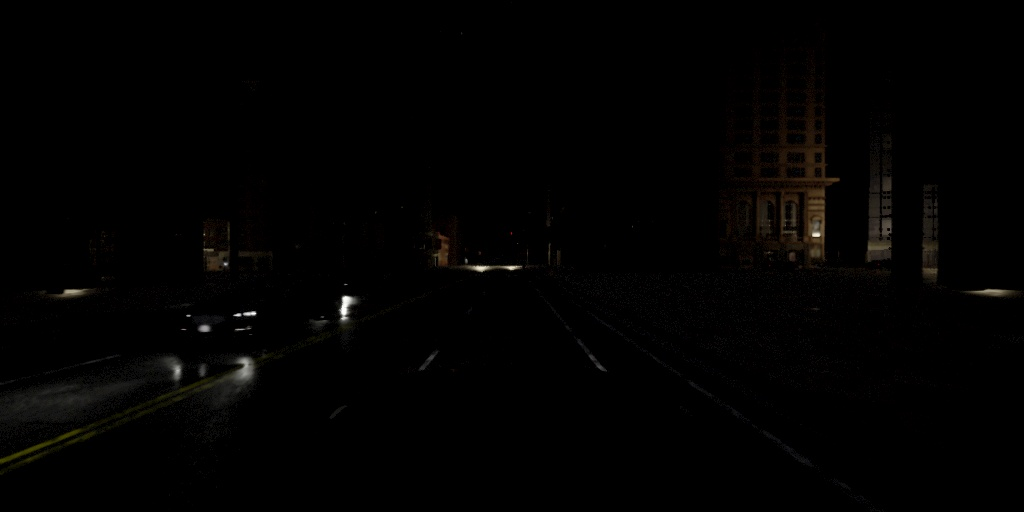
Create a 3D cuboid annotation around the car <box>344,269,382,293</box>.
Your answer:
[{"bbox_3d":[-9.858,1.502,22.326,2.033,1.411,5.357,0,-1,0],"label":"car"}]

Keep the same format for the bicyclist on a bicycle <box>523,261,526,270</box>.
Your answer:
[{"bbox_3d":[2.228,1.807,65.285,0.659,1.776,1.843,0,0,0],"label":"bicyclist on a bicycle"}]

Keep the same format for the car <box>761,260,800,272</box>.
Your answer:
[{"bbox_3d":[38.559,1.407,51.489,4.553,1.767,2.097,0,0,0],"label":"car"}]

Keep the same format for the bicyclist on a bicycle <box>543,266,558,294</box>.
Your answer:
[{"bbox_3d":[2.244,1.374,20.765,0.866,1.612,1.509,0,-1,0],"label":"bicyclist on a bicycle"}]

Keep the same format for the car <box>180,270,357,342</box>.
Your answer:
[{"bbox_3d":[-6.604,1.323,10.162,2.128,1.511,4.902,0,-1,0],"label":"car"}]
